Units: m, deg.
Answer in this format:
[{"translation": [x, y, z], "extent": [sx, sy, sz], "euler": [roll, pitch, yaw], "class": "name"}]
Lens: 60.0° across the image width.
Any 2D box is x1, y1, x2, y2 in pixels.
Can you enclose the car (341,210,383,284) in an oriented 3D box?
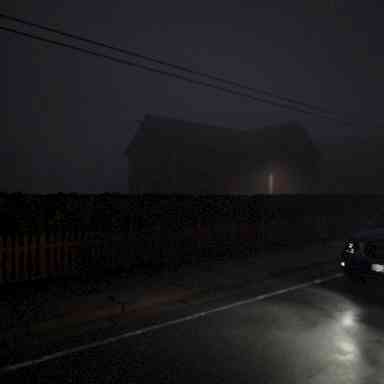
[{"translation": [6.274, 1.335, 8.995], "extent": [5.566, 2.045, 2.150], "euler": [1, -1, -38], "class": "car"}]
